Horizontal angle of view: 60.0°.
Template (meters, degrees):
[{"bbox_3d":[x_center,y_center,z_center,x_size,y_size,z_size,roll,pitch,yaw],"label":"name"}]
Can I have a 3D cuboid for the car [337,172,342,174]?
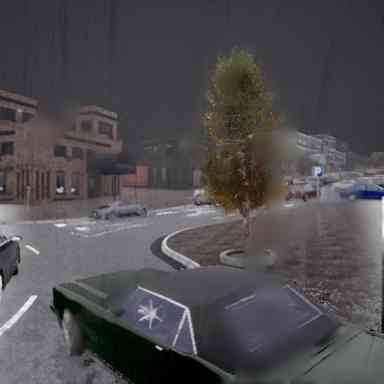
[{"bbox_3d":[27.806,-2.996,69.052,5.008,1.535,2.097,-2,4,22],"label":"car"}]

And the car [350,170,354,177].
[{"bbox_3d":[33.696,-3.793,75.554,4.553,1.767,2.185,-2,3,22],"label":"car"}]

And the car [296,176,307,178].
[{"bbox_3d":[16.269,-1.620,55.900,5.366,1.575,1.946,-2,3,22],"label":"car"}]

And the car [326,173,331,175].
[{"bbox_3d":[23.897,-2.533,64.698,4.892,1.521,2.231,-2,4,22],"label":"car"}]

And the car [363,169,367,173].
[{"bbox_3d":[39.400,-4.287,82.157,5.366,1.575,1.946,-2,3,22],"label":"car"}]

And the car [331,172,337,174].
[{"bbox_3d":[25.851,-2.764,66.872,4.892,1.521,2.231,-2,3,22],"label":"car"}]

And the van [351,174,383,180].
[{"bbox_3d":[18.380,-0.466,32.621,4.442,1.987,1.878,0,4,24],"label":"van"}]

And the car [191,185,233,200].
[{"bbox_3d":[2.462,0.053,40.574,4.674,1.452,2.002,-2,3,21],"label":"car"}]

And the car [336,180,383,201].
[{"bbox_3d":[16.223,-0.004,30.514,5.008,1.535,2.097,0,4,23],"label":"car"}]

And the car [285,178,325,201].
[{"bbox_3d":[11.309,-0.117,33.812,2.097,1.767,4.553,0,5,42],"label":"car"}]

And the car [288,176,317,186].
[{"bbox_3d":[20.020,-2.044,60.328,4.792,1.488,2.163,-2,3,22],"label":"car"}]

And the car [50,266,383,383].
[{"bbox_3d":[0.002,1.611,4.042,1.895,1.301,4.718,0,0,-43],"label":"car"}]

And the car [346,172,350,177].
[{"bbox_3d":[31.720,-3.410,73.415,4.674,1.452,2.002,-2,3,22],"label":"car"}]

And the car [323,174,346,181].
[{"bbox_3d":[22.884,-1.688,53.944,1.895,1.301,4.718,0,5,42],"label":"car"}]

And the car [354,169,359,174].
[{"bbox_3d":[35.646,-3.882,77.745,5.008,1.535,2.097,-2,3,22],"label":"car"}]

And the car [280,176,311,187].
[{"bbox_3d":[18.037,-1.841,58.160,5.008,1.535,2.097,-2,3,22],"label":"car"}]

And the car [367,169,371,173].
[{"bbox_3d":[41.496,-4.732,84.249,5.566,2.045,2.435,-2,3,22],"label":"car"}]

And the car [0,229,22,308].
[{"bbox_3d":[-4.961,1.473,7.239,2.128,1.511,4.902,0,0,-22],"label":"car"}]

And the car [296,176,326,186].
[{"bbox_3d":[17.015,-1.070,48.034,4.181,1.385,1.994,-6,5,-42],"label":"car"}]

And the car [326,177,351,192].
[{"bbox_3d":[19.159,-0.717,40.039,1.812,1.442,4.674,-6,5,-42],"label":"car"}]

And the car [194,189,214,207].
[{"bbox_3d":[2.195,0.561,32.533,1.837,1.490,4.892,0,4,42],"label":"car"}]

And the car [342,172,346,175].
[{"bbox_3d":[29.778,-3.350,71.210,4.553,1.767,2.185,-2,3,22],"label":"car"}]

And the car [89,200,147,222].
[{"bbox_3d":[-5.316,1.292,24.297,1.994,1.385,4.181,0,3,44],"label":"car"}]

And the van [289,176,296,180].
[{"bbox_3d":[14.027,-1.600,53.812,4.442,1.987,1.878,-2,4,22],"label":"van"}]

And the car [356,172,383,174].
[{"bbox_3d":[20.298,-0.726,34.841,5.566,2.045,2.435,0,5,24],"label":"car"}]

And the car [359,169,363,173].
[{"bbox_3d":[37.599,-4.087,79.921,5.008,1.535,2.097,-2,3,22],"label":"car"}]
